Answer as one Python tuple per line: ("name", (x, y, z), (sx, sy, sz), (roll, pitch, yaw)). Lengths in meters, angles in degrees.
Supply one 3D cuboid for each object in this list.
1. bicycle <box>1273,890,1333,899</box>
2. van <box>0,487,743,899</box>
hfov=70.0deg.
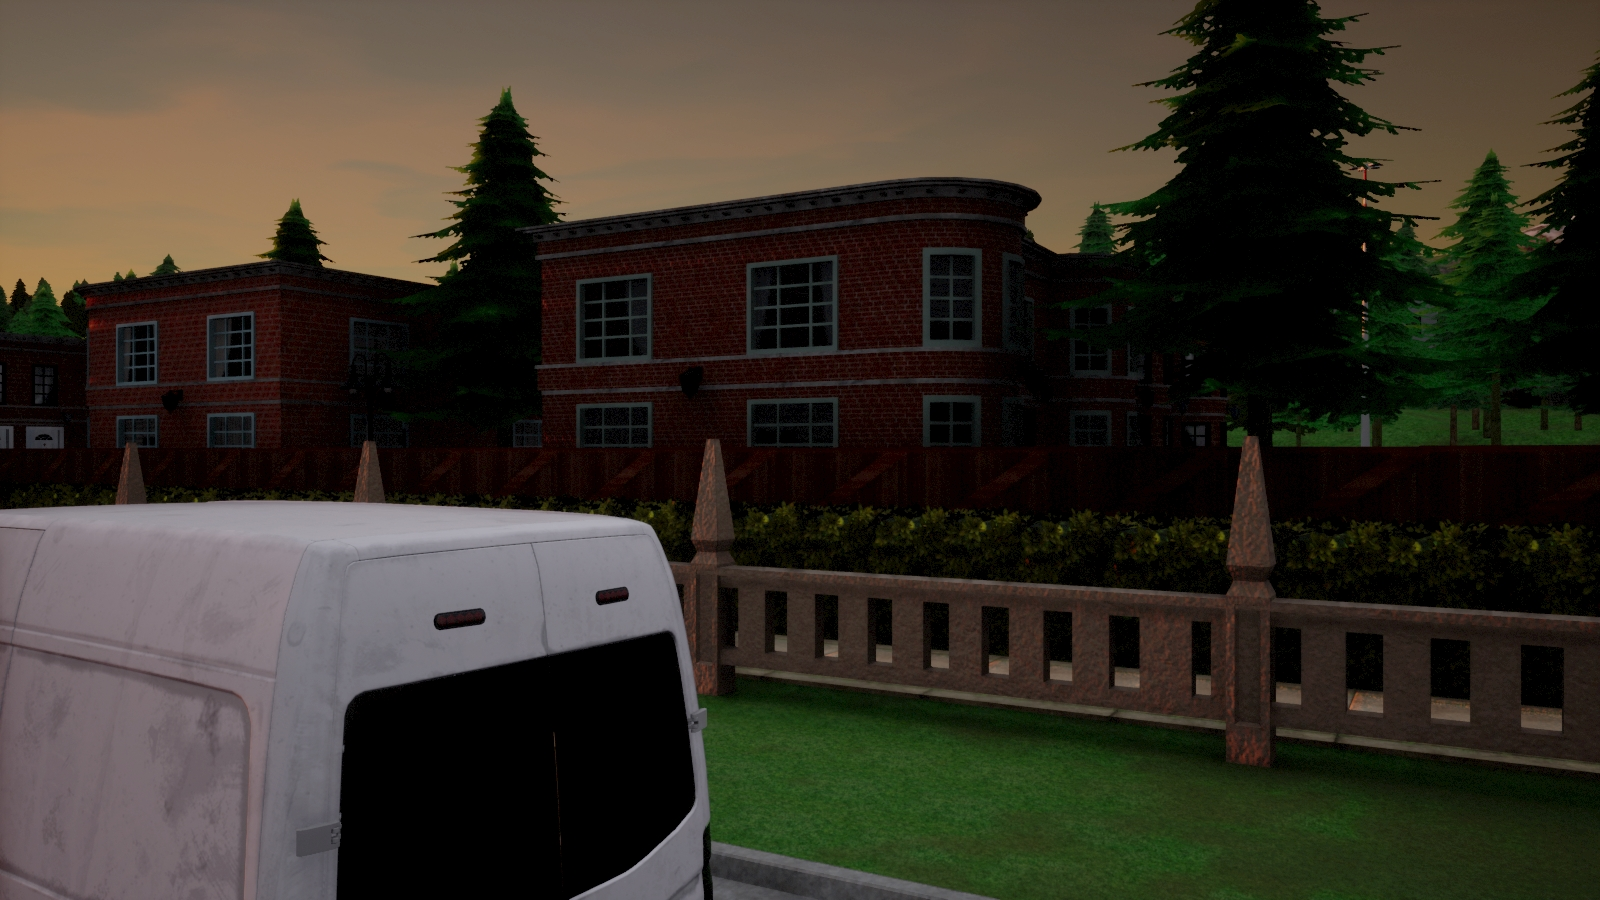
("bicycle", (2.143, 2.060, 2.830), (1.835, 1.471, 0.329), (0, 0, 30))
("van", (-3.240, 1.534, 5.467), (5.915, 2.561, 1.988), (0, 0, 34))
